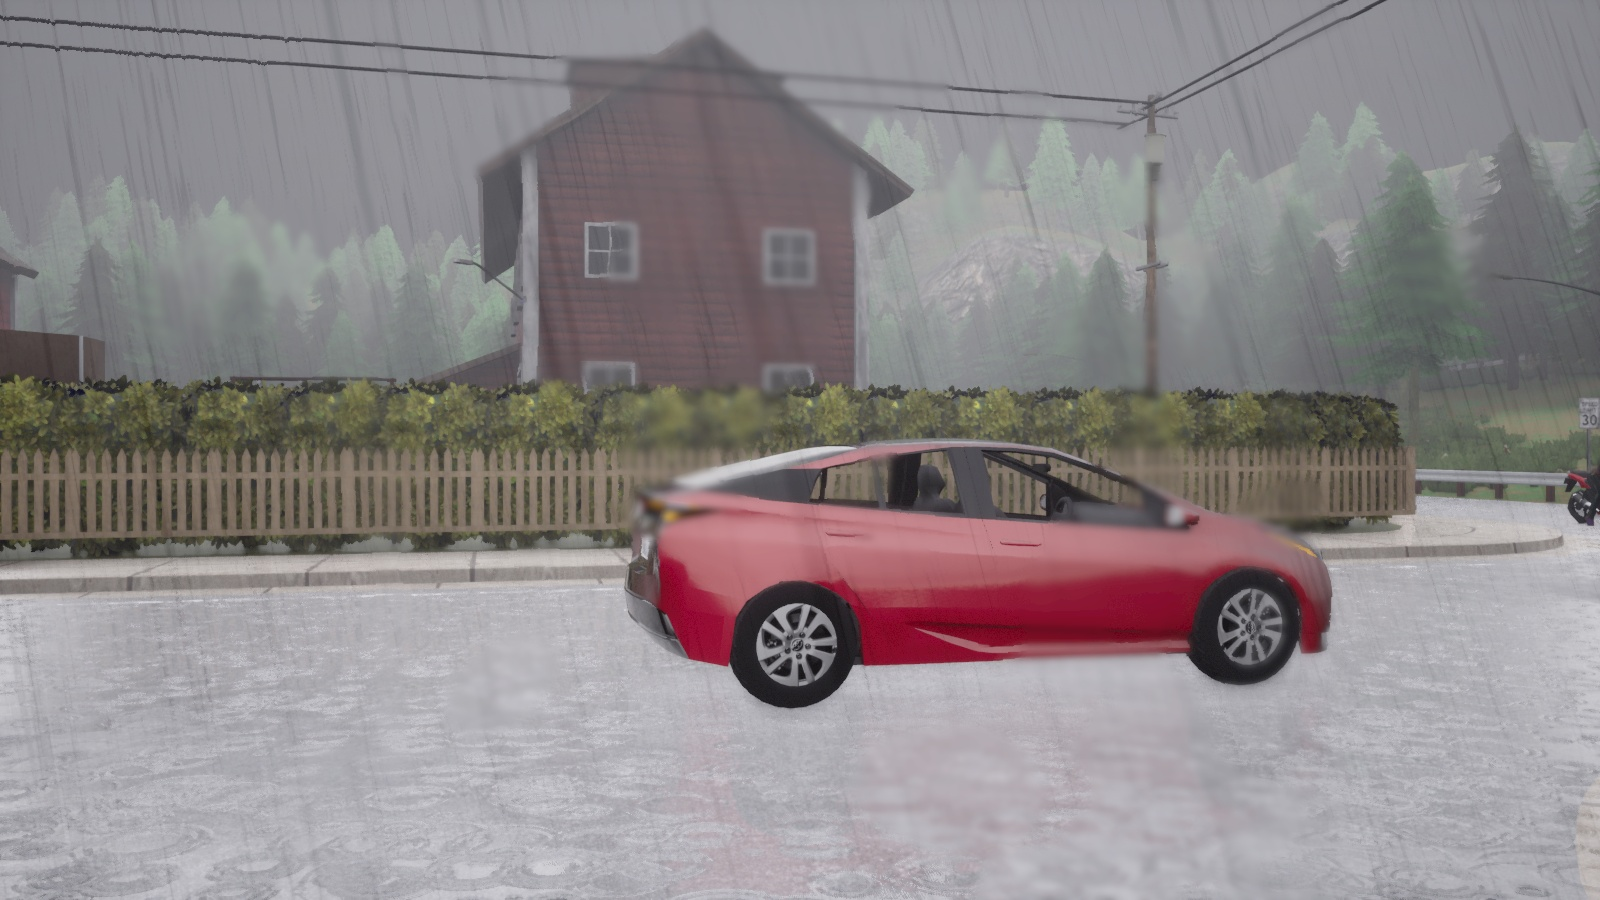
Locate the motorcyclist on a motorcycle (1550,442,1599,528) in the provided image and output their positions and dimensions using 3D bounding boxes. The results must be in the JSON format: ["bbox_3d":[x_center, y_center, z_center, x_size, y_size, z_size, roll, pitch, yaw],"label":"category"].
[{"bbox_3d":[14.482,0.614,22.301,0.797,1.523,2.044,0,0,-13],"label":"motorcyclist on a motorcycle"}]

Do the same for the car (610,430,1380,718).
[{"bbox_3d":[1.131,0.648,8.161,4.514,1.525,2.007,0,0,-14],"label":"car"}]
